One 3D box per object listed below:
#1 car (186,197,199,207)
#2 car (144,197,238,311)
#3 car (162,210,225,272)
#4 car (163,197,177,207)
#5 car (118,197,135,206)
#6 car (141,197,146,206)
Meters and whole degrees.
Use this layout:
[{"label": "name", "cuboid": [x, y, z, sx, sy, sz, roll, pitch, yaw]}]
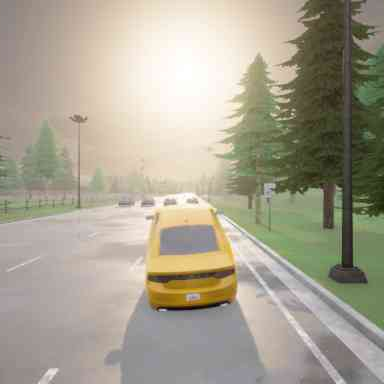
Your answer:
[{"label": "car", "cuboid": [0.025, 1.564, 53.417, 1.994, 1.385, 4.181, 0, 0, 0]}, {"label": "car", "cuboid": [-0.137, 1.110, 8.406, 1.882, 1.535, 5.008, -4, 16, -3]}, {"label": "car", "cuboid": [0.039, 1.546, 11.981, 1.812, 1.442, 4.674, 0, 1, 0]}, {"label": "car", "cuboid": [-3.475, 1.564, 53.418, 1.994, 1.385, 4.181, 0, 0, 0]}, {"label": "car", "cuboid": [-10.475, 1.547, 53.421, 2.033, 1.411, 5.357, 0, 0, 0]}, {"label": "car", "cuboid": [-6.975, 1.547, 53.420, 2.033, 1.411, 5.357, 0, 0, 0]}]
